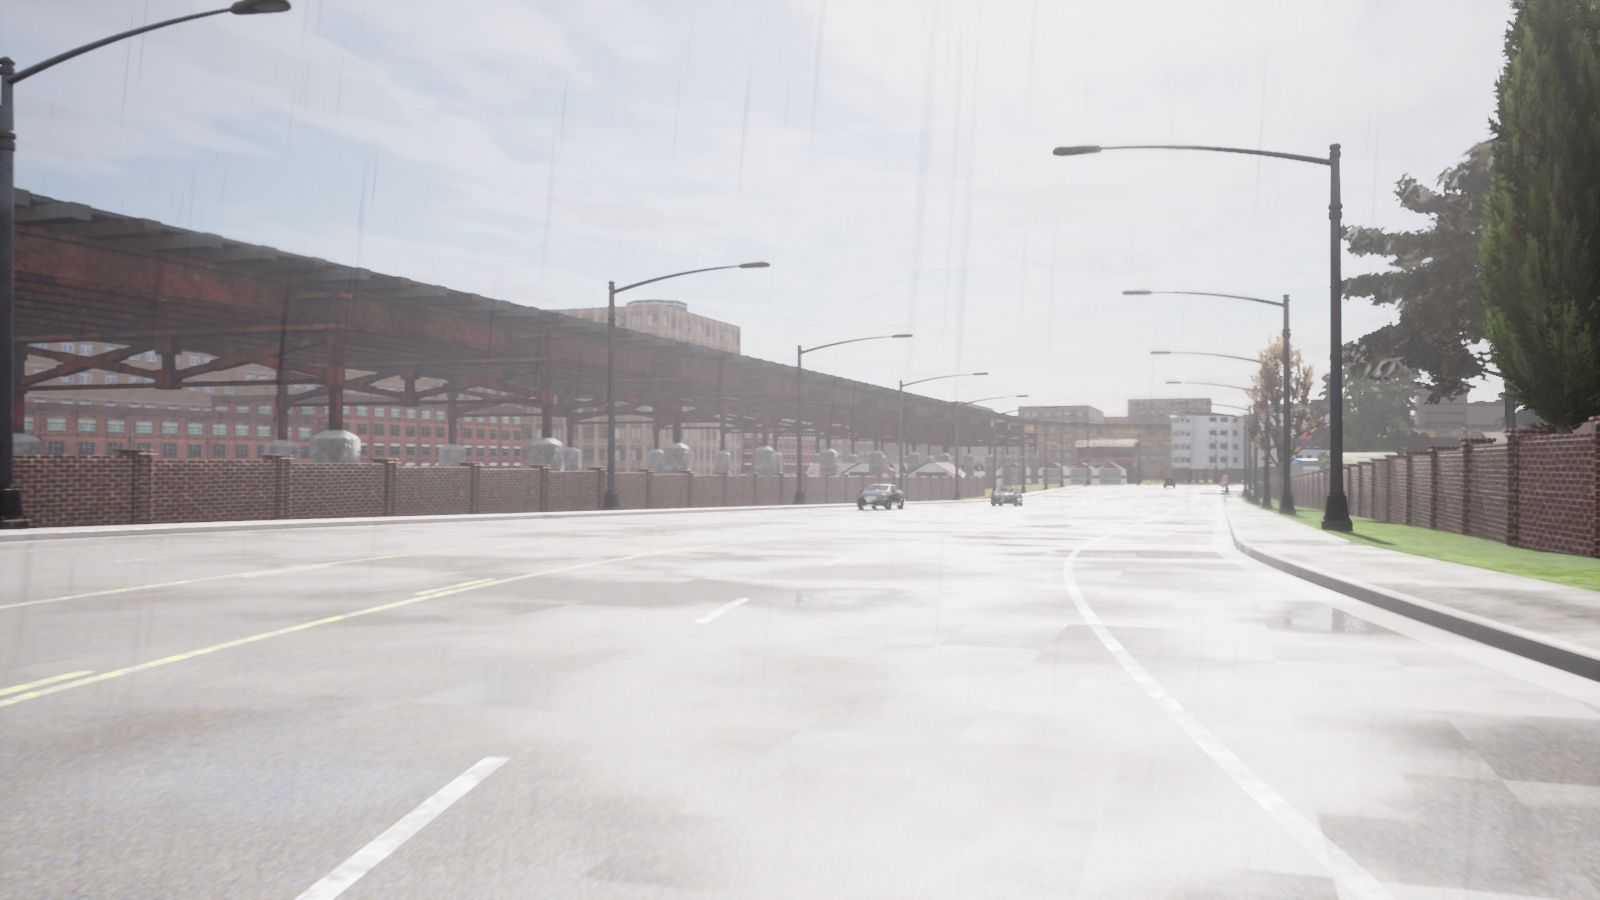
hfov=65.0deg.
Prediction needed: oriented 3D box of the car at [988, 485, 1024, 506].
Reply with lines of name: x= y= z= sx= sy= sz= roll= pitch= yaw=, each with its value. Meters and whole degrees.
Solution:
car: x=15.316 y=3.380 z=93.209 sx=2.007 sy=1.525 sz=4.514 roll=0 pitch=-2 yaw=18

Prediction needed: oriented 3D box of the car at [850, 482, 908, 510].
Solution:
car: x=4.568 y=2.631 z=71.961 sx=2.128 sy=1.511 sz=4.902 roll=0 pitch=-2 yaw=18
